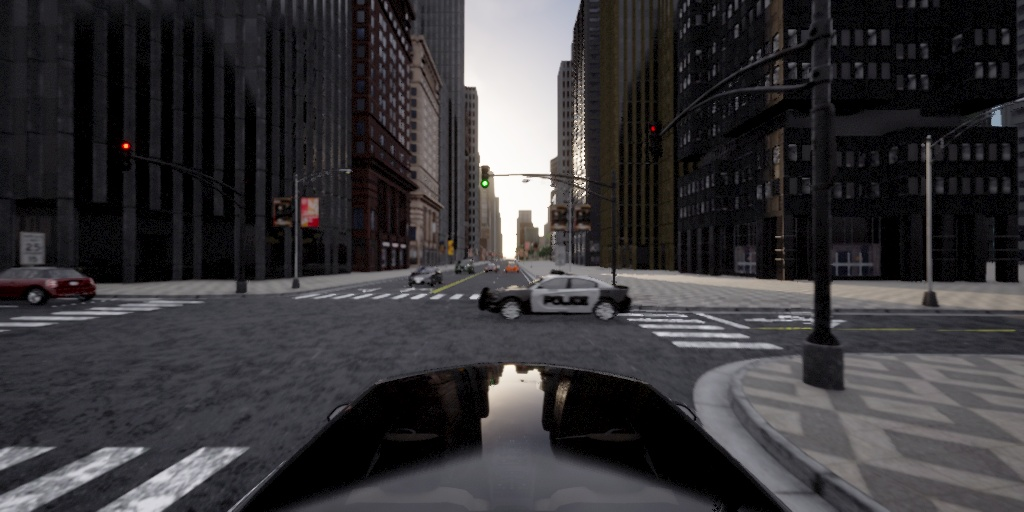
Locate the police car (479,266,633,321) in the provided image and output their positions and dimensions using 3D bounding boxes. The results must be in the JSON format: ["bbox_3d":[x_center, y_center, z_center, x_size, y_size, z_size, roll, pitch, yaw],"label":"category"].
[{"bbox_3d":[1.494,1.309,12.563,5.238,1.638,1.930,1,-1,0],"label":"police car"}]

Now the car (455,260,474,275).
[{"bbox_3d":[-6.522,1.521,49.827,2.150,2.045,5.566,0,-1,1],"label":"car"}]

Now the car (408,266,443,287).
[{"bbox_3d":[-6.575,1.546,27.679,2.128,1.511,4.902,0,-1,0],"label":"car"}]

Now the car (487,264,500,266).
[{"bbox_3d":[-3.215,1.911,56.000,2.033,1.411,5.357,0,-1,0],"label":"car"}]

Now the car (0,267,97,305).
[{"bbox_3d":[-20.651,1.180,15.320,4.097,1.591,1.967,0,0,0],"label":"car"}]

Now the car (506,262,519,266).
[{"bbox_3d":[0.036,1.720,56.388,2.097,1.767,4.553,0,-1,0],"label":"car"}]
